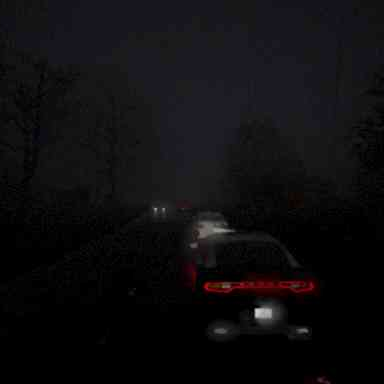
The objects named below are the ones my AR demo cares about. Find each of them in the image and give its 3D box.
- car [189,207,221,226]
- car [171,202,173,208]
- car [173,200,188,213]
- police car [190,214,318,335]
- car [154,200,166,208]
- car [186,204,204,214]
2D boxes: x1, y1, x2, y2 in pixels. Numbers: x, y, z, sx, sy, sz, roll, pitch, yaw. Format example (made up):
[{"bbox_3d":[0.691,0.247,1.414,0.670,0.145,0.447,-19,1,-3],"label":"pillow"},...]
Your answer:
[{"bbox_3d":[0.899,1.725,17.134,1.812,1.442,4.674,0,-1,-1],"label":"car"},{"bbox_3d":[-2.835,2.279,61.726,1.812,1.442,4.674,0,-1,-6],"label":"car"},{"bbox_3d":[-1.319,2.026,45.553,1.882,1.535,5.008,0,-1,-4],"label":"car"},{"bbox_3d":[0.992,1.506,7.197,1.930,1.638,5.238,0,-1,0],"label":"police car"},{"bbox_3d":[-6.054,2.287,62.565,1.837,1.490,4.892,0,-1,-7],"label":"car"},{"bbox_3d":[0.745,1.776,23.161,1.837,1.490,4.892,0,-1,-2],"label":"car"}]
